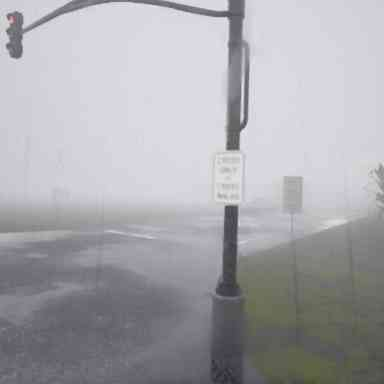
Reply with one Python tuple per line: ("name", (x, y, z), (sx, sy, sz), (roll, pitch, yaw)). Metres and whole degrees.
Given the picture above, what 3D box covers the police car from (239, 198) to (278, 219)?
("police car", (5.741, 1.345, 28.690), (1.930, 1.638, 5.238), (2, 1, 36))
